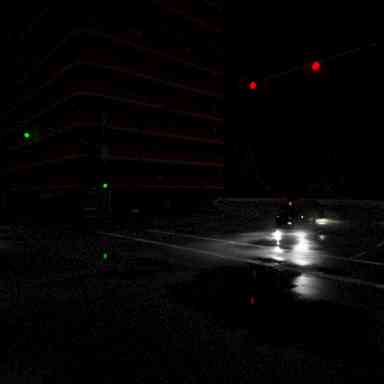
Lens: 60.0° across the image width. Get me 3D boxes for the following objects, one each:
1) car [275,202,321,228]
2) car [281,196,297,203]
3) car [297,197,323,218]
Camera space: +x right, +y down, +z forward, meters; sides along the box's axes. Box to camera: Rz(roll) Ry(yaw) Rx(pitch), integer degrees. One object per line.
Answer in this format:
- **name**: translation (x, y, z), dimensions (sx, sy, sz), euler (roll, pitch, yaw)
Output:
- **car**: translation (7.034, 1.586, 22.158), dimensions (1.895, 1.301, 4.718), euler (0, 0, 30)
- **car**: translation (12.593, 1.368, 41.542), dimensions (2.097, 1.767, 4.553), euler (0, 0, 1)
- **car**: translation (10.913, 1.469, 30.646), dimensions (1.882, 1.535, 5.008), euler (0, 0, 17)
